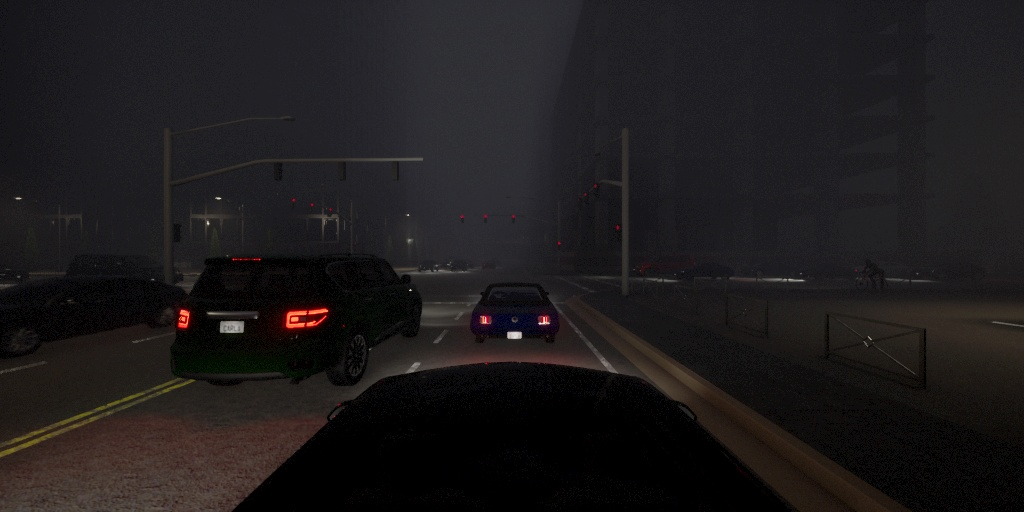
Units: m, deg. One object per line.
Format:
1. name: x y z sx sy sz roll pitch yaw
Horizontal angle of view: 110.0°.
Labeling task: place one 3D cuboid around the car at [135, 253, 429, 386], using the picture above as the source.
1. car: -3.443 0.971 7.117 2.150 2.045 5.566 0 0 0

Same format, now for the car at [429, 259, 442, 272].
1. car: -10.636 1.255 45.893 1.837 1.490 4.892 0 0 0

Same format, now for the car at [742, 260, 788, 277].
1. car: 23.639 1.172 32.796 5.008 1.535 1.882 0 0 -1

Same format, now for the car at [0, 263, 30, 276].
1. car: -36.935 1.199 25.116 4.892 1.490 1.837 0 0 1

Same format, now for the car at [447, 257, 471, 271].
1. car: -7.136 1.255 48.517 1.837 1.490 4.892 0 0 0

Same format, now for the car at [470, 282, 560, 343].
1. car: 0.073 1.351 9.633 1.895 1.301 4.718 0 0 0

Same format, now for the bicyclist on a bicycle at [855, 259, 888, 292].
1. bicyclist on a bicycle: 18.317 0.998 18.292 0.582 1.620 1.656 0 0 0

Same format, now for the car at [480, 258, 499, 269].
1. car: -3.436 1.351 55.253 1.895 1.301 4.718 0 0 0

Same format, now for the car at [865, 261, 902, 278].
1. car: 33.633 1.220 32.830 4.674 1.442 1.812 0 0 0

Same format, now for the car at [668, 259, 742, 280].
1. car: 15.629 1.220 29.243 4.674 1.442 1.812 0 0 0

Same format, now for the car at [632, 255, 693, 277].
1. car: 13.909 0.917 32.758 5.566 2.045 2.150 0 0 0

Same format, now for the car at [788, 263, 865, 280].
1. car: 25.593 1.259 29.306 4.181 1.385 1.994 0 0 0

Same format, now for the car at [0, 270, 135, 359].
1. car: -10.480 1.255 8.498 1.837 1.490 4.892 0 0 1

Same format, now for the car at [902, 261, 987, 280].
1. car: 35.587 1.199 29.335 4.892 1.490 1.837 0 0 0

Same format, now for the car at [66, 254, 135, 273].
1. car: -23.227 0.911 21.592 5.566 2.045 2.150 1 0 0

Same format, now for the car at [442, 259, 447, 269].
1. car: -10.634 1.241 55.236 2.128 1.511 4.902 0 0 0

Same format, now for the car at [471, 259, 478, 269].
1. car: -7.130 1.228 57.975 1.882 1.535 5.008 0 0 0
